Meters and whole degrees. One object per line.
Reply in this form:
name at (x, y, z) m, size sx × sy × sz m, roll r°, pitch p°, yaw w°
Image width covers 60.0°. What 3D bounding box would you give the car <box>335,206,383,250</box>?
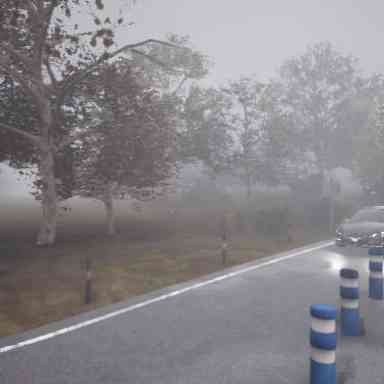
car at (7.450, 1.371, 13.266) m, size 4.892 × 1.490 × 1.837 m, roll -2°, pitch 1°, yaw -43°
